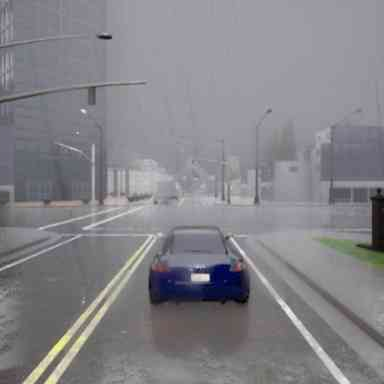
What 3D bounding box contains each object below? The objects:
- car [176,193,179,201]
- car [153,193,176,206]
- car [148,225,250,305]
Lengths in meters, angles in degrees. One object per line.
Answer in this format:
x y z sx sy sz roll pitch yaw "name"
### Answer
-3.523 0.896 62.117 1.895 1.301 4.718 0 1 1 "car"
-3.803 1.004 43.687 2.128 1.511 4.902 0 1 5 "car"
0.088 1.472 7.948 1.994 1.385 4.181 0 1 -2 "car"
